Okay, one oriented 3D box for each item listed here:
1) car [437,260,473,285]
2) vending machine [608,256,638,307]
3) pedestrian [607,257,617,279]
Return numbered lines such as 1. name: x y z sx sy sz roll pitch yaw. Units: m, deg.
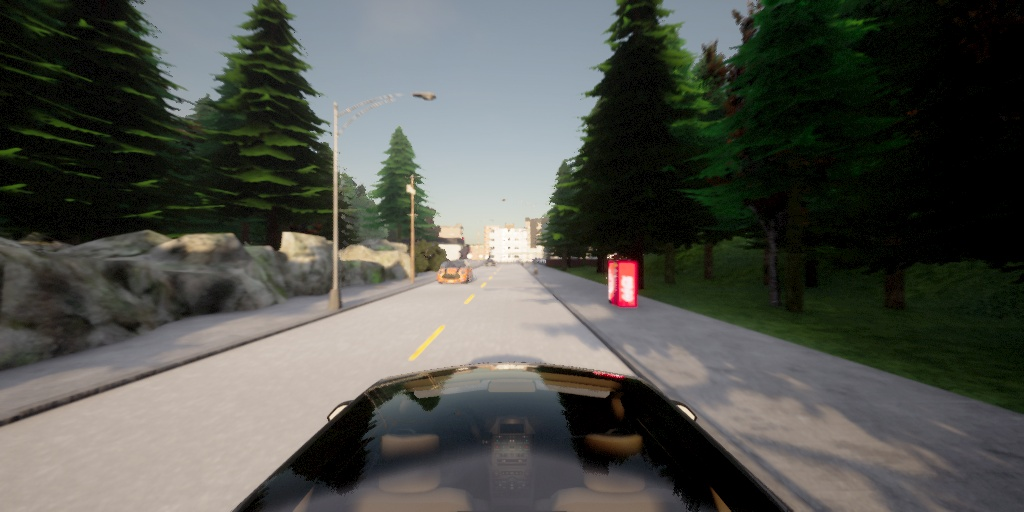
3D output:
1. car: -4.084 1.104 26.332 2.097 1.767 4.553 0 0 0
2. vending machine: 4.298 1.167 13.925 1.100 2.100 0.880 0 0 0
3. pedestrian: 4.290 0.942 14.977 0.375 1.860 0.375 0 0 0
